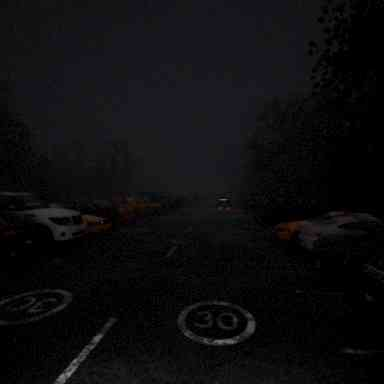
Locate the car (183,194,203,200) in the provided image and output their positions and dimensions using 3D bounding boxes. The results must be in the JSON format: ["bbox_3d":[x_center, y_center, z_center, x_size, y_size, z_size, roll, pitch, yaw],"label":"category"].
[{"bbox_3d":[0.279,1.386,87.298,4.792,1.488,2.163,1,-1,6],"label":"car"}]

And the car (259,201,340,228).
[{"bbox_3d":[7.104,1.475,22.471,4.792,1.488,2.163,1,1,6],"label":"car"}]

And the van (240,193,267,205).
[{"bbox_3d":[10.760,1.223,58.415,4.442,1.987,1.878,1,0,6],"label":"van"}]

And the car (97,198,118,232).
[{"bbox_3d":[-6.503,1.207,15.468,5.366,1.575,1.946,1,1,6],"label":"car"}]

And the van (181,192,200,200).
[{"bbox_3d":[-0.337,1.030,81.783,4.442,1.987,1.878,1,-1,6],"label":"van"}]

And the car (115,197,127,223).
[{"bbox_3d":[-6.412,1.187,18.248,4.892,1.521,2.231,1,1,6],"label":"car"}]

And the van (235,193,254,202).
[{"bbox_3d":[12.662,1.326,80.353,4.442,1.987,1.878,1,-1,6],"label":"van"}]

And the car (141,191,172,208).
[{"bbox_3d":[-4.767,0.982,34.816,4.553,1.767,2.185,1,0,6],"label":"car"}]

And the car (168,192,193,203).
[{"bbox_3d":[-2.136,1.025,62.450,4.553,1.767,2.185,1,0,6],"label":"car"}]

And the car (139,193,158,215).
[{"bbox_3d":[-5.781,1.122,26.676,5.366,1.575,1.946,1,1,6],"label":"car"}]

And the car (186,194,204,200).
[{"bbox_3d":[0.852,1.456,92.819,5.008,1.535,2.097,1,-1,6],"label":"car"}]

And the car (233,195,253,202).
[{"bbox_3d":[13.569,1.703,88.609,4.892,1.521,2.231,1,-1,6],"label":"car"}]

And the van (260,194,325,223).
[{"bbox_3d":[7.535,1.205,25.335,4.442,1.987,1.878,1,0,6],"label":"van"}]

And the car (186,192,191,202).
[{"bbox_3d":[-3.370,1.126,51.413,5.366,1.575,1.946,1,0,6],"label":"car"}]

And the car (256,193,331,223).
[{"bbox_3d":[6.897,1.215,19.706,5.566,2.045,2.435,1,1,6],"label":"car"}]

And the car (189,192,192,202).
[{"bbox_3d":[-2.910,1.139,54.157,4.892,1.521,2.231,1,0,6],"label":"car"}]

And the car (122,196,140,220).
[{"bbox_3d":[-6.333,1.159,21.029,5.366,1.575,1.946,1,1,6],"label":"car"}]

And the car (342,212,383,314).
[{"bbox_3d":[5.563,1.437,6.047,4.553,1.767,2.185,1,1,6],"label":"car"}]

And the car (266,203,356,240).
[{"bbox_3d":[6.140,1.497,14.216,5.366,1.575,1.946,1,1,6],"label":"car"}]

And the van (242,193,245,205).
[{"bbox_3d":[8.903,1.189,41.770,4.442,1.987,1.878,1,0,6],"label":"van"}]

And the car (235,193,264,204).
[{"bbox_3d":[11.422,1.208,66.700,5.566,2.045,2.435,1,0,6],"label":"car"}]

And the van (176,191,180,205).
[{"bbox_3d":[-4.141,0.891,40.331,4.442,1.987,1.878,1,0,6],"label":"van"}]

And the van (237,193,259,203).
[{"bbox_3d":[12.091,1.246,72.076,4.442,1.987,1.878,1,0,6],"label":"van"}]

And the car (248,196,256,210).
[{"bbox_3d":[7.967,1.438,30.730,4.792,1.488,2.163,1,0,6],"label":"car"}]

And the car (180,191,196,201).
[{"bbox_3d":[-2.562,1.140,59.702,5.366,1.575,1.946,1,0,6],"label":"car"}]

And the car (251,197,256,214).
[{"bbox_3d":[7.711,1.445,28.103,4.792,1.488,2.163,1,0,6],"label":"car"}]

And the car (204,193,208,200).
[{"bbox_3d":[4.106,1.058,79.366,1.895,1.301,4.718,1,-1,6],"label":"car"}]

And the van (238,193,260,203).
[{"bbox_3d":[11.835,1.242,69.443,4.442,1.987,1.878,1,0,6],"label":"van"}]

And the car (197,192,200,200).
[{"bbox_3d":[-1.575,1.161,67.974,5.008,1.535,2.097,1,0,6],"label":"car"}]

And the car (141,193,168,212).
[{"bbox_3d":[-5.155,1.118,29.280,5.366,1.575,1.946,1,0,6],"label":"car"}]

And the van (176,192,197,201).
[{"bbox_3d":[-1.142,0.942,73.511,4.442,1.987,1.878,1,0,6],"label":"van"}]

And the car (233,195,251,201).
[{"bbox_3d":[14.118,1.803,94.247,5.008,1.535,2.097,1,-1,6],"label":"car"}]

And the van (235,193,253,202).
[{"bbox_3d":[13.430,1.430,85.843,4.442,1.987,1.878,1,-1,6],"label":"van"}]

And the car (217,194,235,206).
[{"bbox_3d":[4.828,1.330,49.710,2.128,1.511,4.902,1,0,5],"label":"car"}]

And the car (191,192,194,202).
[{"bbox_3d":[-2.653,1.143,56.922,4.892,1.521,2.231,1,0,6],"label":"car"}]

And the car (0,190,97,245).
[{"bbox_3d":[-6.924,0.974,12.718,5.566,2.045,2.435,1,1,6],"label":"car"}]

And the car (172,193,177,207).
[{"bbox_3d":[-4.503,1.140,37.576,4.792,1.488,2.163,1,0,6],"label":"car"}]

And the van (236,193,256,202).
[{"bbox_3d":[12.141,1.246,74.988,4.442,1.987,1.878,1,0,6],"label":"van"}]

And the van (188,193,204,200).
[{"bbox_3d":[1.236,1.282,95.575,4.442,1.987,1.878,1,-1,6],"label":"van"}]

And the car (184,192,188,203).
[{"bbox_3d":[-3.484,1.157,48.635,4.792,1.488,2.163,1,0,6],"label":"car"}]

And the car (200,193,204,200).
[{"bbox_3d":[-0.728,0.925,76.260,5.566,2.045,2.435,1,0,6],"label":"car"}]

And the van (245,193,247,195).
[{"bbox_3d":[8.866,1.190,38.990,4.442,1.987,1.878,1,0,6],"label":"van"}]

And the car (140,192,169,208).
[{"bbox_3d":[-5.077,1.110,32.053,4.892,1.521,2.231,1,0,6],"label":"car"}]

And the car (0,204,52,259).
[{"bbox_3d":[-7.222,1.244,9.959,5.008,1.535,2.097,1,1,6],"label":"car"}]

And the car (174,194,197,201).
[{"bbox_3d":[-1.298,1.206,70.736,4.674,1.452,2.002,1,0,6],"label":"car"}]

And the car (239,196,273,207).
[{"bbox_3d":[10.083,1.436,52.788,5.008,1.535,2.097,1,0,6],"label":"car"}]

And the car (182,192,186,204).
[{"bbox_3d":[-3.754,1.152,45.871,4.792,1.488,2.163,1,0,6],"label":"car"}]

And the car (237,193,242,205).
[{"bbox_3d":[9.260,1.170,44.517,5.566,2.045,2.435,1,0,6],"label":"car"}]

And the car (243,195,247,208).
[{"bbox_3d":[8.482,1.408,36.244,5.008,1.535,2.097,1,0,6],"label":"car"}]

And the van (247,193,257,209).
[{"bbox_3d":[8.104,1.178,33.482,4.442,1.987,1.878,1,0,5],"label":"van"}]

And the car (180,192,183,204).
[{"bbox_3d":[-4.023,1.148,43.108,4.792,1.488,2.163,1,0,6],"label":"car"}]

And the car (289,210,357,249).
[{"bbox_3d":[6.052,1.564,11.442,4.674,1.452,2.002,1,1,6],"label":"car"}]

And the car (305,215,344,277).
[{"bbox_3d":[5.756,1.572,8.687,4.792,1.488,2.163,1,1,6],"label":"car"}]
